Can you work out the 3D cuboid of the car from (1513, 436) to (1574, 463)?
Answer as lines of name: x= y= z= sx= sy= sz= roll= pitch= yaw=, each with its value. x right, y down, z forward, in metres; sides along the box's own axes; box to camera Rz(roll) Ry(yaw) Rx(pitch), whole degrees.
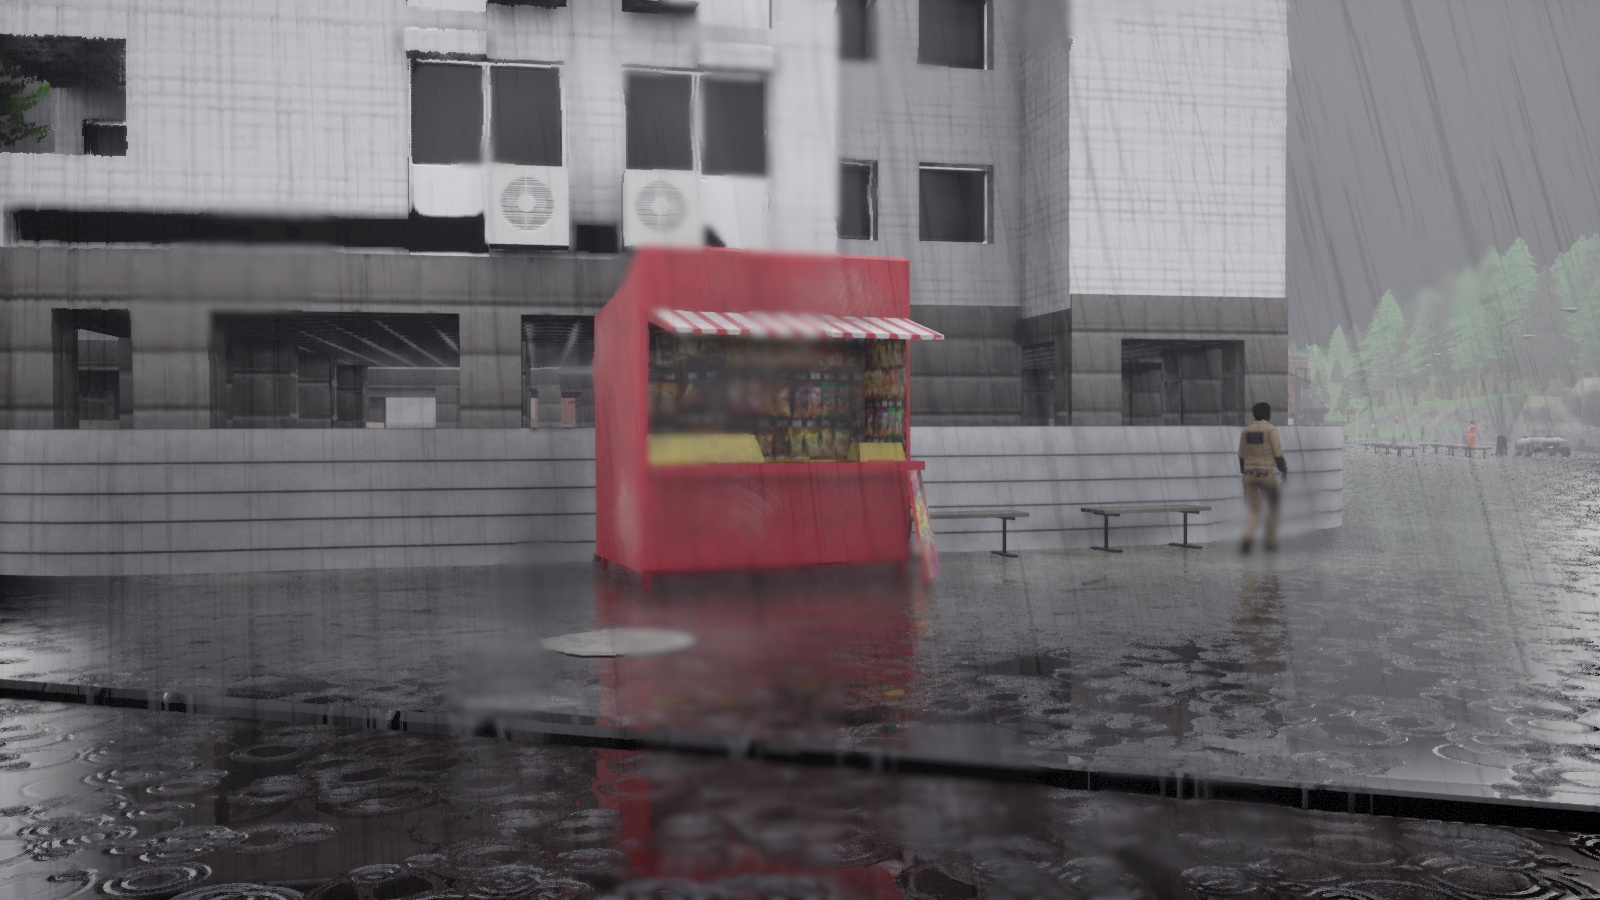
car: x=40.181 y=-0.047 z=67.990 sx=1.994 sy=1.385 sz=4.181 roll=1 pitch=1 yaw=18

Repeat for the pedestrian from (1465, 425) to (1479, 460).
pedestrian: x=35.951 y=-0.404 z=67.176 sx=0.345 sy=1.836 sz=0.594 roll=0 pitch=1 yaw=-4

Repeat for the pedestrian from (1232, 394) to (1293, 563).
pedestrian: x=5.420 y=0.321 z=14.715 sx=0.692 sy=1.930 sz=0.396 roll=-1 pitch=1 yaw=-44
